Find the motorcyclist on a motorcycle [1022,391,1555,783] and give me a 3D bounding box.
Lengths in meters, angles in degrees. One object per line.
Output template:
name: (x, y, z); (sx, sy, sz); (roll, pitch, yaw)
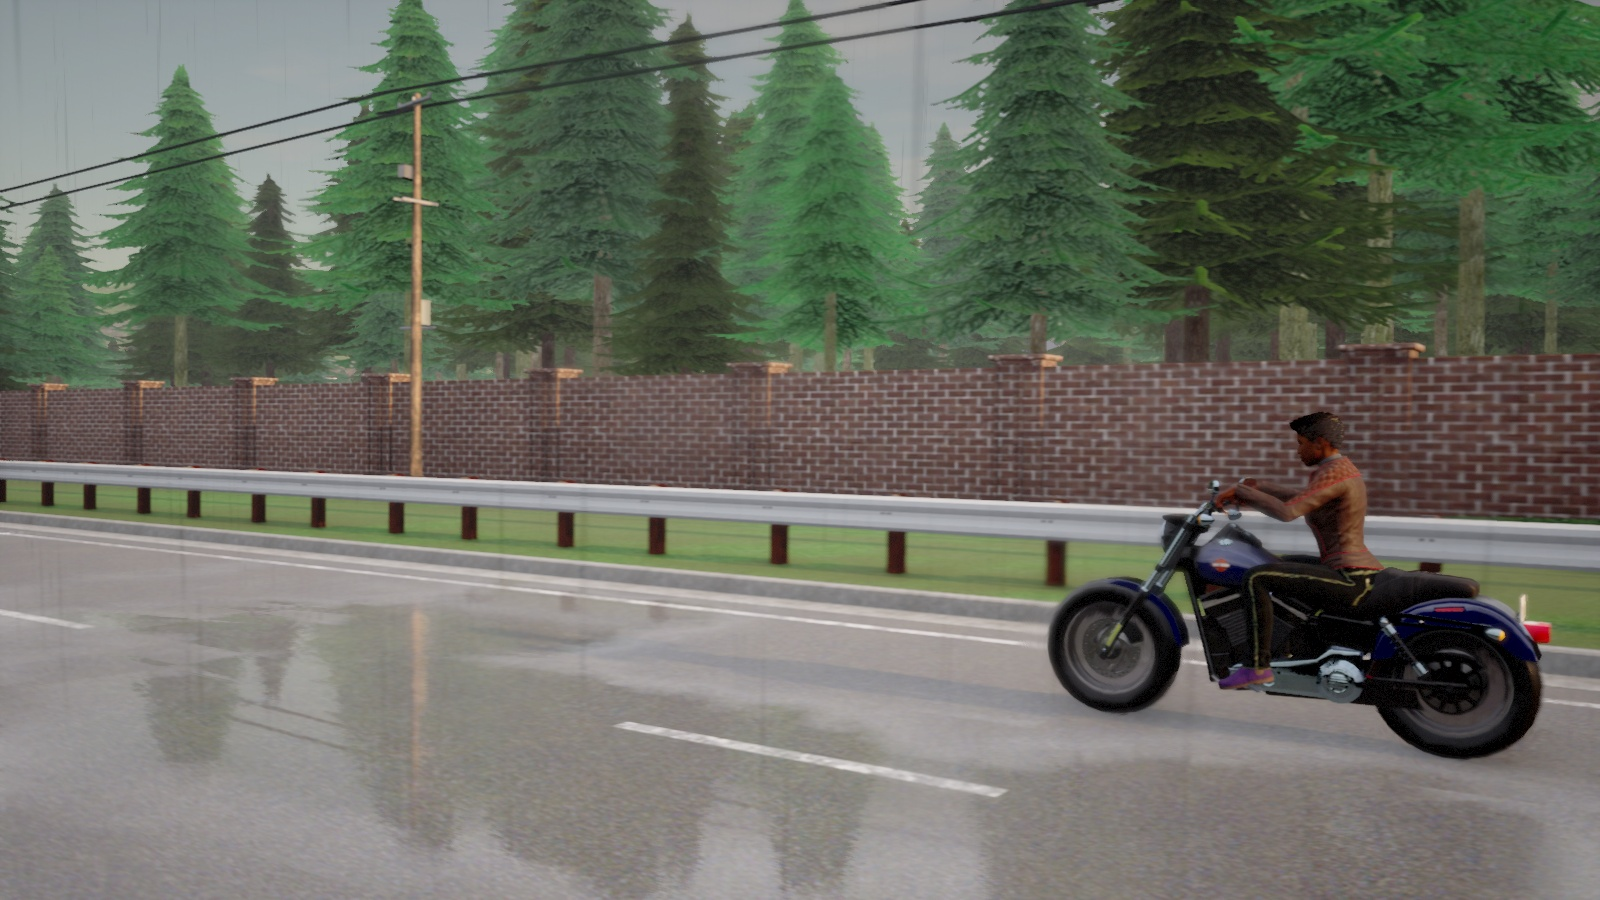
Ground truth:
motorcyclist on a motorcycle: (2.364, 0.576, 6.254); (2.350, 1.649, 0.766); (0, 1, 34)
